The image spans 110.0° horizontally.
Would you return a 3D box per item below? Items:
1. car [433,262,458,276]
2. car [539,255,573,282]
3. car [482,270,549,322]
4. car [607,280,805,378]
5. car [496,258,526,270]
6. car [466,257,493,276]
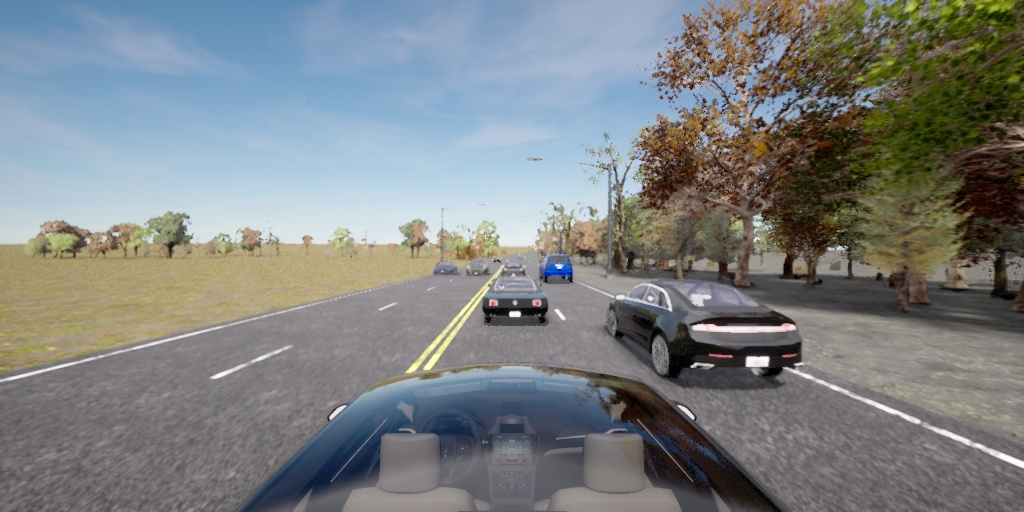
[{"bbox_3d":[-6.580,1.242,35.886,1.994,1.385,4.181,0,0,0],"label":"car"},{"bbox_3d":[3.353,0.915,27.979,2.150,2.045,5.566,0,0,0],"label":"car"},{"bbox_3d":[0.096,1.333,12.198,1.895,1.301,4.718,0,0,0],"label":"car"},{"bbox_3d":[3.331,1.226,7.279,2.128,1.511,4.902,0,0,0],"label":"car"},{"bbox_3d":[0.105,1.187,28.937,2.128,1.511,4.902,0,0,0],"label":"car"},{"bbox_3d":[-3.331,1.031,35.656,2.097,1.767,4.553,0,0,0],"label":"car"}]
